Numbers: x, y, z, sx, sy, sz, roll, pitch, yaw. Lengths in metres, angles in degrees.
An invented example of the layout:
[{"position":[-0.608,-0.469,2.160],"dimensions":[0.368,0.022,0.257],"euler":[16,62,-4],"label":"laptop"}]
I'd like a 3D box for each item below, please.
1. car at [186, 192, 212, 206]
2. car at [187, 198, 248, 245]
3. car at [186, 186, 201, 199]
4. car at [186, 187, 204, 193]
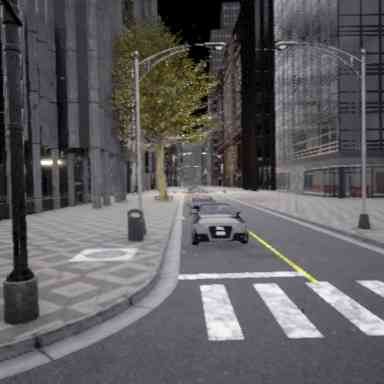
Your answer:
[{"position":[0.692,0.904,23.008],"dimensions":[1.895,1.301,4.718],"euler":[-1,2,-1],"label":"car"},{"position":[0.938,1.147,13.161],"dimensions":[1.994,1.385,4.181],"euler":[-1,2,-1],"label":"car"},{"position":[0.183,0.004,48.086],"dimensions":[2.097,1.767,4.553],"euler":[-1,2,-1],"label":"car"},{"position":[0.456,0.371,32.982],"dimensions":[2.097,1.767,4.553],"euler":[-1,2,-1],"label":"car"}]
